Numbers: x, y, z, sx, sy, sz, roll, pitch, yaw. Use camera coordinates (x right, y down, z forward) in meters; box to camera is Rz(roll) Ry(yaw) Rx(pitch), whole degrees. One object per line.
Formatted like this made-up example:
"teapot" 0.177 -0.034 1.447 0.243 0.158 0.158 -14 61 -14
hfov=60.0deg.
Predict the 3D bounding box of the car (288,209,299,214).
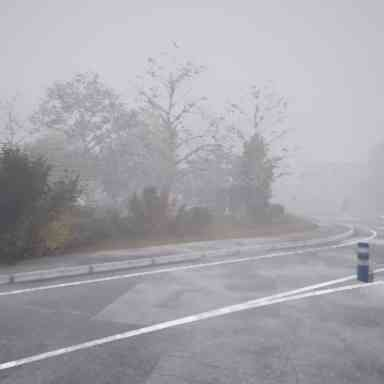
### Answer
"car" 23.229 4.682 78.762 2.002 1.452 4.674 4 -5 -27
